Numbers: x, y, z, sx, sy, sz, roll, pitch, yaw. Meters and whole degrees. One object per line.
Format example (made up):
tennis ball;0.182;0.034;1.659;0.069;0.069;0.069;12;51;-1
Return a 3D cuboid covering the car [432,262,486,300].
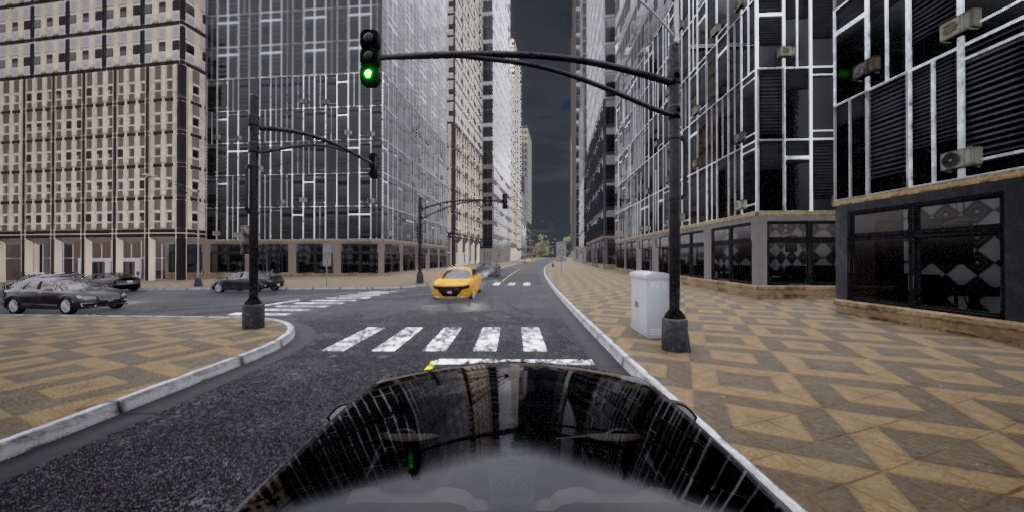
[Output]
car;-2.675;1.306;18.289;1.882;1.535;5.008;-1;1;2

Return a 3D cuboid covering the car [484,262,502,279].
car;-2.002;1.277;31.916;2.128;1.511;4.902;0;1;4

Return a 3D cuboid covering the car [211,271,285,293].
car;-16.843;1.609;22.914;4.403;1.370;2.007;0;0;9

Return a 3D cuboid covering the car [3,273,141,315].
car;-18.145;1.566;14.635;4.403;1.370;2.007;0;0;9
